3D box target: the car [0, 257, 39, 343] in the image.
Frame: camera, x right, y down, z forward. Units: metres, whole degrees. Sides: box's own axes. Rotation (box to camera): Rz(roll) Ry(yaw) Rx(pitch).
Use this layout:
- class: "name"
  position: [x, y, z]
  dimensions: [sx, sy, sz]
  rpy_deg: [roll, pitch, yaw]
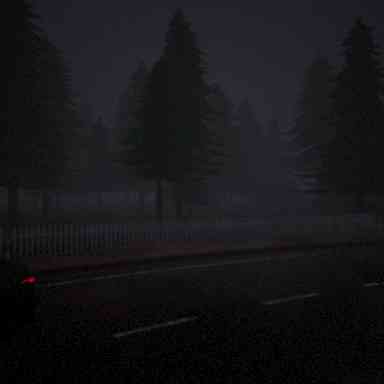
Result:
- class: "car"
  position: [-4.512, 1.530, 4.779]
  dimensions: [4.181, 1.385, 1.994]
  rpy_deg: [0, 0, -34]
